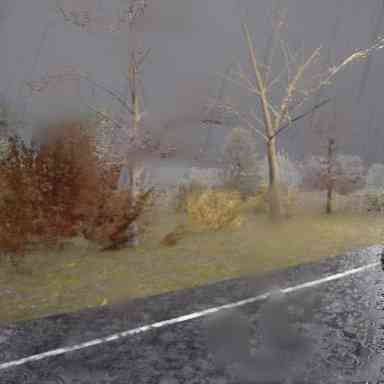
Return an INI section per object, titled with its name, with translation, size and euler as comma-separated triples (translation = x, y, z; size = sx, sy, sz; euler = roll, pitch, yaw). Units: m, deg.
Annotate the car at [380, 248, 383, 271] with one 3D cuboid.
[car]
translation = 7.158, 1.522, 9.540
size = 4.674, 1.442, 1.812
euler = 0, 0, -39
